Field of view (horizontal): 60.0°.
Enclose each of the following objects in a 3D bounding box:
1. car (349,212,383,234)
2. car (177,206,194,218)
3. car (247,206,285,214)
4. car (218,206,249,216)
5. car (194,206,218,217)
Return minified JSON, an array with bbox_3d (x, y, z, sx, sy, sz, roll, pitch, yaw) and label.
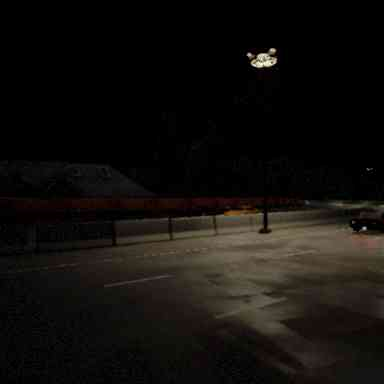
[{"bbox_3d":[12.447,2.000,22.395,4.718,1.301,1.895,1,-2,-43],"label":"car"},{"bbox_3d":[0.620,2.426,40.481,5.357,1.411,2.033,1,-2,-44],"label":"car"},{"bbox_3d":[7.851,2.300,32.868,4.718,1.301,1.895,1,-2,-44],"label":"car"},{"bbox_3d":[5.454,2.241,35.422,5.008,1.535,1.882,1,-2,-44],"label":"car"},{"bbox_3d":[3.037,2.332,37.951,4.902,1.511,2.128,1,-2,-44],"label":"car"}]
